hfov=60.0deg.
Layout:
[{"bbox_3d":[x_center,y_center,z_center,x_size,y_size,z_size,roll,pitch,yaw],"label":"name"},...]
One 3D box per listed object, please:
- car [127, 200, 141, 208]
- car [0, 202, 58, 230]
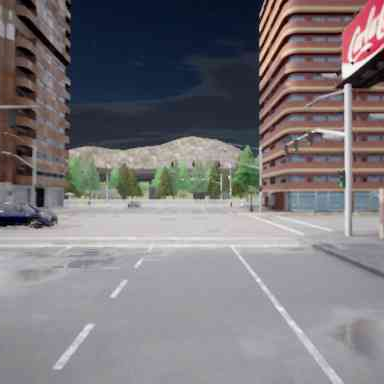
[{"bbox_3d":[-10.509,2.160,60.437,1.895,1.301,4.718,0,-1,0],"label":"car"},{"bbox_3d":[-11.534,1.531,22.488,4.553,1.767,2.097,0,-1,0],"label":"car"}]
